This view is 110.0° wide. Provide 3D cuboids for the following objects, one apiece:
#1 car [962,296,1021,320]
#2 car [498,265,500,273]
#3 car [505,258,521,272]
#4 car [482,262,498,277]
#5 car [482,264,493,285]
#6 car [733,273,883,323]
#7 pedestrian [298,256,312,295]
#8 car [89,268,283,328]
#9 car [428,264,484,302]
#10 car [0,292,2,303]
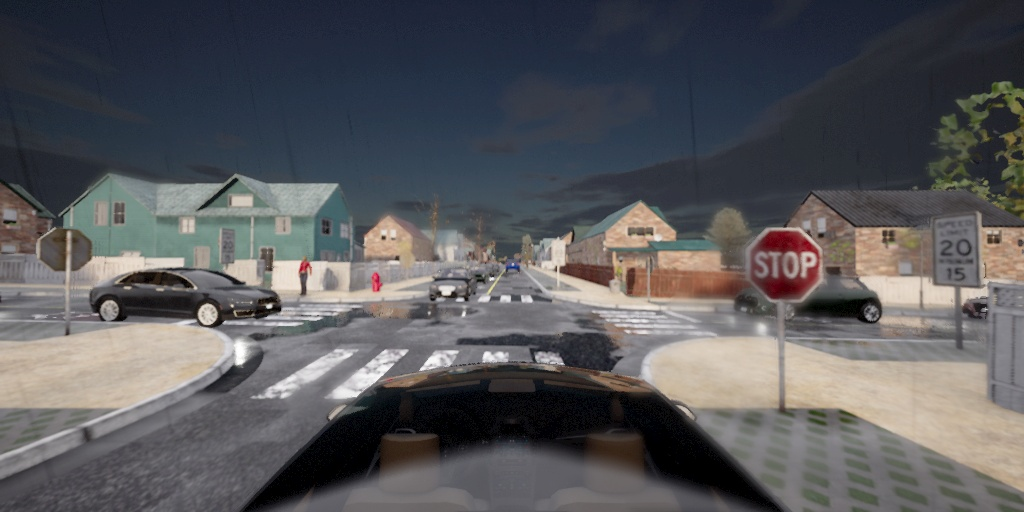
[{"bbox_3d":[20.013,1.894,13.611,4.181,1.385,1.994,1,-1,0],"label":"car"},{"bbox_3d":[-2.782,1.639,51.978,2.128,1.511,4.902,0,-1,1],"label":"car"},{"bbox_3d":[0.132,1.398,55.033,2.150,2.045,5.566,0,-1,0],"label":"car"},{"bbox_3d":[-2.825,1.534,39.324,1.837,1.490,4.892,0,0,0],"label":"car"},{"bbox_3d":[-2.832,1.539,28.386,1.895,1.301,4.718,0,0,0],"label":"car"},{"bbox_3d":[11.015,1.478,13.597,4.553,1.767,2.097,1,-1,-1],"label":"car"},{"bbox_3d":[-9.620,0.869,16.562,0.375,1.860,0.375,0,-3,0],"label":"pedestrian"},{"bbox_3d":[-9.164,1.104,10.243,4.892,1.490,1.837,1,-1,6],"label":"car"},{"bbox_3d":[-2.829,1.350,17.954,2.128,1.511,4.902,1,0,0],"label":"car"},{"bbox_3d":[-18.331,0.968,10.698,4.181,1.385,1.994,1,-1,0],"label":"car"}]
